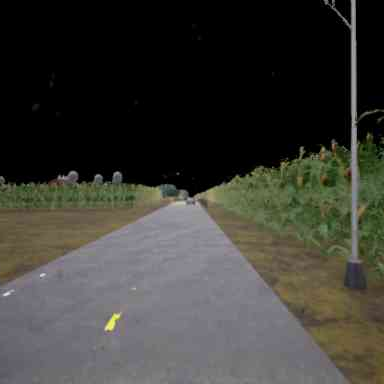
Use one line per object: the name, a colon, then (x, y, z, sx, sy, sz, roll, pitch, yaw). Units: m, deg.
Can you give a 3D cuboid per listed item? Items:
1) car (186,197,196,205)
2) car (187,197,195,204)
car: (-0.205, 1.909, 66.975, 2.128, 1.511, 4.902, 0, -1, 0)
car: (-0.237, 1.953, 77.402, 1.994, 1.385, 4.181, 0, -1, 0)
